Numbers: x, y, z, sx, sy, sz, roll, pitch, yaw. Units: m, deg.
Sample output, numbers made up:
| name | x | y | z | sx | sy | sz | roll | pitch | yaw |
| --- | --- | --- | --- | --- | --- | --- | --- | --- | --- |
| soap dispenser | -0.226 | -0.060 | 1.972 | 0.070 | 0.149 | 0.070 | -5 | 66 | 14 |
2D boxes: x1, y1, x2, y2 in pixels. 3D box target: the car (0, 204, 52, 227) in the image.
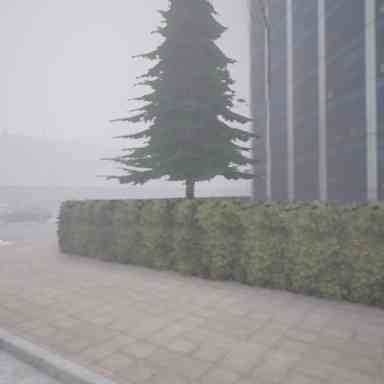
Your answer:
| name | x | y | z | sx | sy | sz | roll | pitch | yaw |
| --- | --- | --- | --- | --- | --- | --- | --- | --- | --- |
| car | -13.029 | 1.723 | 24.961 | 2.128 | 1.511 | 4.902 | -1 | 0 | 35 |
